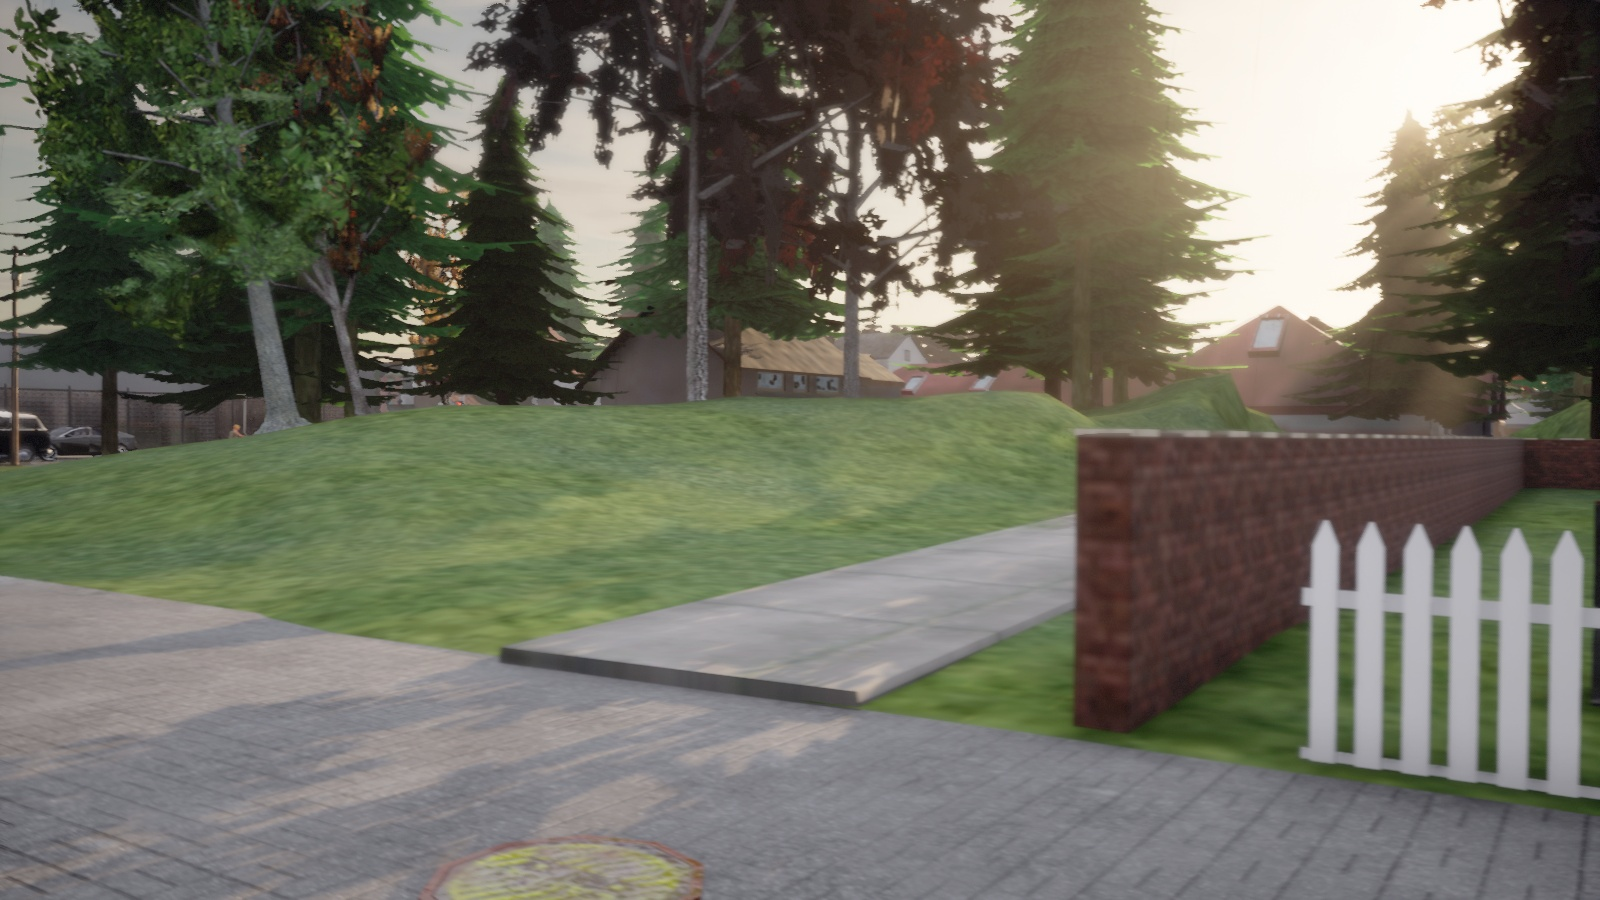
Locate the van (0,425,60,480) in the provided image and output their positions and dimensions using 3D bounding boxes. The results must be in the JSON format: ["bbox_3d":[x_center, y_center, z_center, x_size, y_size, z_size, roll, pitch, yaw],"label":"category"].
[{"bbox_3d":[-30.595,0.091,46.998,2.069,2.038,4.480,0,1,34],"label":"van"}]

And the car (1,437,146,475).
[{"bbox_3d":[-30.968,0.236,53.680,2.128,1.511,4.902,0,1,33],"label":"car"}]
